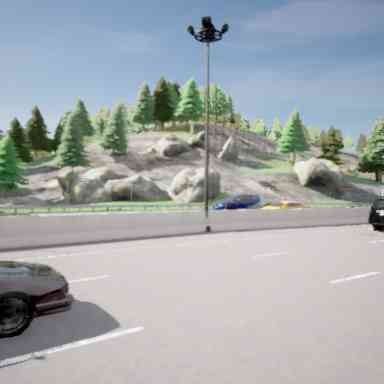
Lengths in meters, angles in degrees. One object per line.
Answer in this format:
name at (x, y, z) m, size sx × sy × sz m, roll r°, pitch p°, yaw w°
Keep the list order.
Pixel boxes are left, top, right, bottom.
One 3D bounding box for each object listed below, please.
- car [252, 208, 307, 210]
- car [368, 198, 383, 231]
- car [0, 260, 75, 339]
car at (8.164, 1.562, 29.529) m, size 5.008 × 1.535 × 1.882 m, roll 1°, pitch 0°, yaw -29°
car at (13.106, 1.361, 20.118) m, size 5.566 × 2.045 × 2.150 m, roll 0°, pitch 0°, yaw -29°
car at (-4.596, 1.494, 4.748) m, size 5.357 × 1.411 × 2.033 m, roll 1°, pitch 0°, yaw -36°
